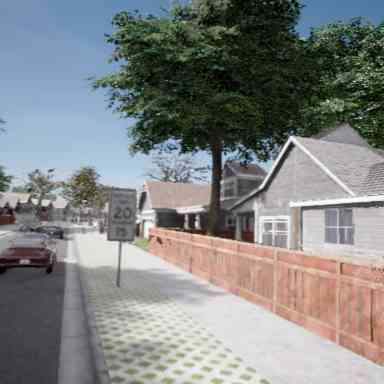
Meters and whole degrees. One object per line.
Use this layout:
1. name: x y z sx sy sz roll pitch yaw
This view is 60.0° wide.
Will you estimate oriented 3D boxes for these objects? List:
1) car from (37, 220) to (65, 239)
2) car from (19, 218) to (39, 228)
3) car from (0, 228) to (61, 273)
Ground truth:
1. car: -13.595 3.716 32.674 2.128 1.511 4.902 4 -5 -20
2. car: -18.851 3.893 39.035 2.097 1.767 4.553 4 -5 -20
3. car: -6.700 2.450 13.929 1.812 1.442 4.674 4 -5 -20
